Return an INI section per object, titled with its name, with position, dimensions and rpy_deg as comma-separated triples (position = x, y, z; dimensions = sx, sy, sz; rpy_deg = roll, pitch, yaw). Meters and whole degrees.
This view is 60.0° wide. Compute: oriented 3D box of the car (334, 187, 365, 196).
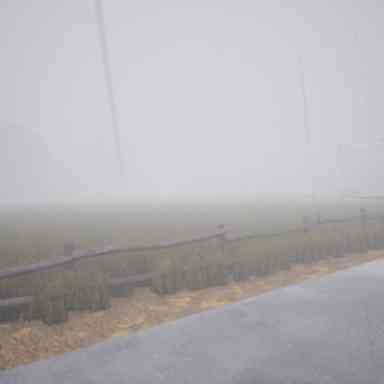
[car]
position = 33.568, 0.005, 70.968
dimensions = 2.242, 1.667, 4.611
rpy_deg = -2, 1, -37
